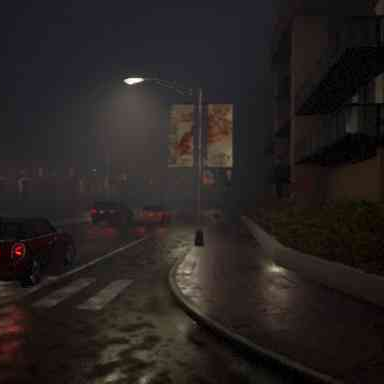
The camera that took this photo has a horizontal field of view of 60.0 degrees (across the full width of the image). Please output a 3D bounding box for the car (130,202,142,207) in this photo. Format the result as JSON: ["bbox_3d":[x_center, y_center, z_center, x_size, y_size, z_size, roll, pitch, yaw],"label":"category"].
[{"bbox_3d":[-15.257,3.358,91.141,1.895,1.301,4.718,1,-1,6],"label":"car"}]

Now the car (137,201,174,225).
[{"bbox_3d":[-3.227,1.966,29.933,2.097,1.767,4.553,1,-1,6],"label":"car"}]

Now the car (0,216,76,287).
[{"bbox_3d":[-5.051,1.498,9.898,2.097,1.767,4.553,1,-1,-4],"label":"car"}]

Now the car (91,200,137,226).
[{"bbox_3d":[-6.840,1.756,28.944,2.150,2.045,5.566,1,-1,6],"label":"car"}]
